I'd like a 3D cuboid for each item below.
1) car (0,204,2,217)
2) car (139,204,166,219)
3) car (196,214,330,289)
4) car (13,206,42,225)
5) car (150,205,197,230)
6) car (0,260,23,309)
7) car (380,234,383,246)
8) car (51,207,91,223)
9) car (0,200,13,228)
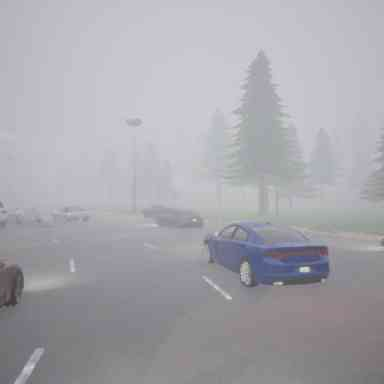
[{"bbox_3d":[-23.435,2.077,38.124,1.837,1.490,4.892,1,-1,-43],"label":"car"},{"bbox_3d":[-3.165,1.904,32.000,1.882,1.535,5.008,1,-1,-43],"label":"car"},{"bbox_3d":[1.818,1.600,9.745,1.882,1.535,5.008,1,-1,-16],"label":"car"},{"bbox_3d":[-14.302,1.942,28.395,1.812,1.442,4.674,1,-1,-43],"label":"car"},{"bbox_3d":[-0.959,1.877,23.778,1.994,1.385,4.181,0,-1,-33],"label":"car"},{"bbox_3d":[-4.202,1.609,5.226,1.812,1.442,4.674,0,-1,-11],"label":"car"},{"bbox_3d":[9.072,1.663,11.063,2.033,1.411,5.357,0,-1,-16],"label":"car"},{"bbox_3d":[-11.074,2.029,30.150,1.895,1.301,4.718,1,-1,-43],"label":"car"},{"bbox_3d":[-15.417,1.590,24.574,2.150,2.045,5.566,1,-1,-43],"label":"car"}]
